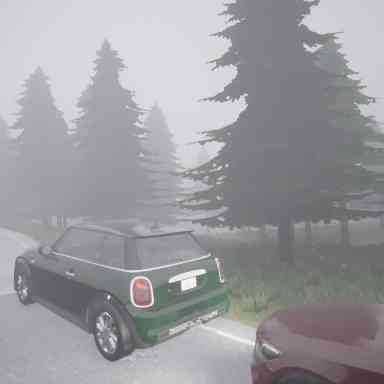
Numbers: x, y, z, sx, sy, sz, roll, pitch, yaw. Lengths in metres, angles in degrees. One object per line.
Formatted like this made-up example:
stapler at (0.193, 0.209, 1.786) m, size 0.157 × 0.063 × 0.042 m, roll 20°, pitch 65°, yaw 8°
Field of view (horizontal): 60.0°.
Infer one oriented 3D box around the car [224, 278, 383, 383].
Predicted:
car at (2.754, 1.531, 2.592) m, size 4.674 × 1.442 × 1.812 m, roll 1°, pitch 0°, yaw 36°

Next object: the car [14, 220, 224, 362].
car at (-1.576, 1.308, 6.213) m, size 4.553 × 1.767 × 2.097 m, roll 1°, pitch 1°, yaw 44°
